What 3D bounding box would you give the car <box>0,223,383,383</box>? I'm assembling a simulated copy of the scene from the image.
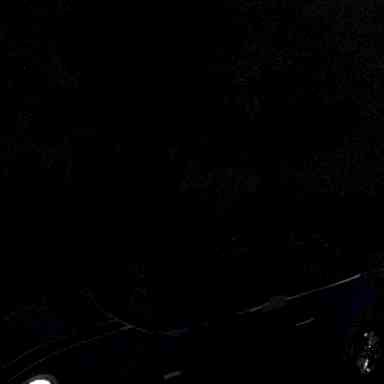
[{"bbox_3d":[0.095,1.319,3.737,4.553,1.767,2.097,-1,1,-33],"label":"car"}]
